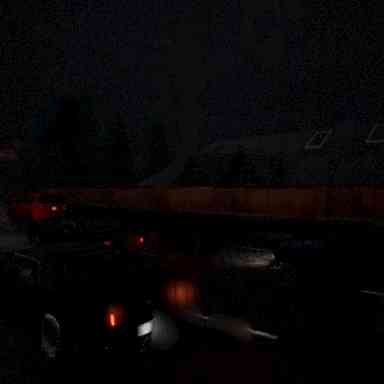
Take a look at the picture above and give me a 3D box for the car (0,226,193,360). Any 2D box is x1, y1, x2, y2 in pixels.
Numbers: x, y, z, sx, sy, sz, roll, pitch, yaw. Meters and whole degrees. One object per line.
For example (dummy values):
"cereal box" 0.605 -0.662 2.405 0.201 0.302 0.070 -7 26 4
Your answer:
"car" -2.379 1.568 5.924 4.718 1.301 1.895 1 0 38

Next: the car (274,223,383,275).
"car" 5.046 1.557 9.042 5.357 1.411 2.033 1 0 36

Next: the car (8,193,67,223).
"car" -10.324 1.084 22.150 5.566 2.045 2.150 1 0 44

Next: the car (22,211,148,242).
"car" -3.793 1.541 11.544 4.718 1.301 1.895 1 0 40
